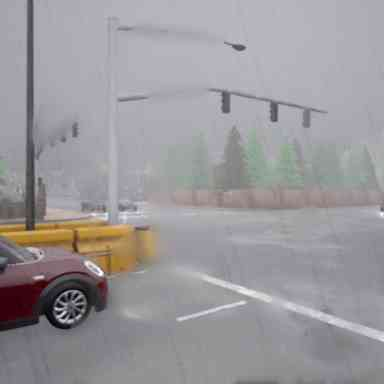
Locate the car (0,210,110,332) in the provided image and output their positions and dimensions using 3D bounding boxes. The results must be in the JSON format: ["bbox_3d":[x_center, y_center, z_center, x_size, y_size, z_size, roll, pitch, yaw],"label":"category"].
[{"bbox_3d":[-3.707,1.352,5.427,4.553,1.767,2.097,0,0,-35],"label":"car"}]

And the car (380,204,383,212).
[{"bbox_3d":[23.046,1.540,37.532,4.181,1.385,1.994,0,0,-35],"label":"car"}]

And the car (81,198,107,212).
[{"bbox_3d":[-11.264,1.497,38.034,1.837,1.490,4.892,0,0,-36],"label":"car"}]

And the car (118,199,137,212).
[{"bbox_3d":[-8.266,1.516,39.862,1.812,1.442,4.674,0,0,-36],"label":"car"}]
